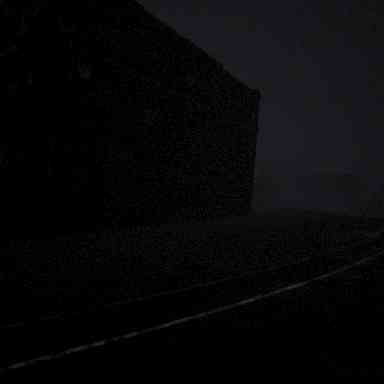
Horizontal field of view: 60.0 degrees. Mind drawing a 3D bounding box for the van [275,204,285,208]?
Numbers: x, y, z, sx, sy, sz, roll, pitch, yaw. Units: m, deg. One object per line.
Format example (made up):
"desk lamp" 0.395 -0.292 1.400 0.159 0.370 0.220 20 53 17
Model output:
"van" 16.633 3.299 62.469 1.878 1.987 4.442 3 -6 15
